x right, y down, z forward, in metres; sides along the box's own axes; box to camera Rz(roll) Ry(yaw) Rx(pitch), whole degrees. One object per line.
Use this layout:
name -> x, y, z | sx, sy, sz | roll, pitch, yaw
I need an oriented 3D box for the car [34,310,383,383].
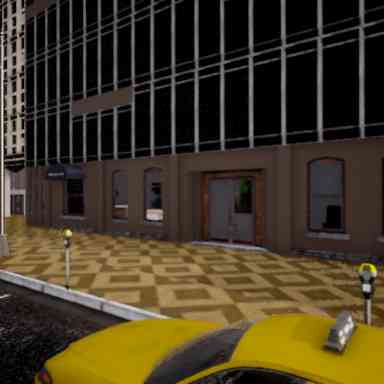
car -> 0.756, 1.524, 2.340 | 4.829, 1.417, 1.752 | 0, 0, 36
